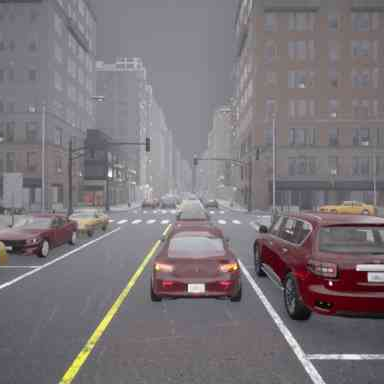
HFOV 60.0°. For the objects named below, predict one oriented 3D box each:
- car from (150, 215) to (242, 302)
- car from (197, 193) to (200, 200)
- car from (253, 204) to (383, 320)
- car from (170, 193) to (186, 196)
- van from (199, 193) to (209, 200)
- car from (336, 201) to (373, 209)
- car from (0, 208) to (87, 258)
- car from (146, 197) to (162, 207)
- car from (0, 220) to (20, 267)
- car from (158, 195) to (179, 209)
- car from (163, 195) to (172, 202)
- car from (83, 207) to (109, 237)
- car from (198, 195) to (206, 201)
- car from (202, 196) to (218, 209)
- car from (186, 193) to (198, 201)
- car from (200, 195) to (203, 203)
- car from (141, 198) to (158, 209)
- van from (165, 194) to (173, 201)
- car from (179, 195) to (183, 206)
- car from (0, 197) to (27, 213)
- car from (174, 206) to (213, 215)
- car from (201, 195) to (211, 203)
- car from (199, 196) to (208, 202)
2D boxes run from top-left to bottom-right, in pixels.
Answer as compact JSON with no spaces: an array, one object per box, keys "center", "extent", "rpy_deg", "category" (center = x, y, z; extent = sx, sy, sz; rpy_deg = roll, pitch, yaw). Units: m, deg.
[{"center":[0.090,1.527,8.166],"extent":[1.812,1.442,4.674],"rpy_deg":[0,0,0],"category":"car"},{"center":[2.711,1.334,68.171],"extent":[2.192,1.841,5.009],"rpy_deg":[1,0,0],"category":"car"},{"center":[2.682,1.316,7.209],"extent":[2.192,1.841,5.009],"rpy_deg":[1,0,0],"category":"car"},{"center":[-2.966,1.567,69.466],"extent":[2.033,1.411,5.357],"rpy_deg":[0,0,0],"category":"car"},{"center":[2.708,1.357,62.498],"extent":[1.690,1.788,3.998],"rpy_deg":[1,0,0],"category":"van"},{"center":[15.140,1.641,32.667],"extent":[5.008,1.535,1.882],"rpy_deg":[0,-1,1],"category":"car"},{"center":[-5.843,1.547,12.846],"extent":[1.887,1.381,4.507],"rpy_deg":[1,0,0],"category":"car"},{"center":[-5.825,1.557,51.163],"extent":[1.887,1.381,4.507],"rpy_deg":[1,0,0],"category":"car"},{"center":[-5.846,1.527,7.051],"extent":[1.752,1.417,4.829],"rpy_deg":[1,0,0],"category":"car"},{"center":[-3.074,1.515,45.108],"extent":[1.837,1.490,4.892],"rpy_deg":[0,0,0],"category":"car"},{"center":[-5.811,1.466,79.527],"extent":[1.967,1.590,4.097],"rpy_deg":[1,0,0],"category":"car"},{"center":[-5.840,1.529,18.301],"extent":[1.752,1.417,4.829],"rpy_deg":[1,0,0],"category":"car"},{"center":[2.719,1.598,90.864],"extent":[1.947,1.339,4.313],"rpy_deg":[1,0,0],"category":"car"},{"center":[2.698,1.592,45.477],"extent":[1.802,1.307,4.206],"rpy_deg":[1,0,0],"category":"car"},{"center":[0.042,1.569,85.212],"extent":[2.033,1.411,5.357],"rpy_deg":[0,0,0],"category":"car"},{"center":[2.703,1.596,56.824],"extent":[1.802,1.307,4.206],"rpy_deg":[1,0,0],"category":"car"},{"center":[-5.828,1.555,45.490],"extent":[1.887,1.381,4.507],"rpy_deg":[1,0,0],"category":"car"},{"center":[-5.807,1.370,85.201],"extent":[1.690,1.788,3.998],"rpy_deg":[1,0,0],"category":"van"},{"center":[-3.055,1.578,56.188],"extent":[1.994,1.385,4.181],"rpy_deg":[0,0,1],"category":"car"},{"center":[-17.246,1.198,29.665],"extent":[4.553,1.767,2.097],"rpy_deg":[1,-1,0],"category":"car"},{"center":[0.071,1.605,17.344],"extent":[1.895,1.301,4.718],"rpy_deg":[0,0,0],"category":"car"},{"center":[2.700,1.594,51.150],"extent":[1.802,1.307,4.206],"rpy_deg":[1,0,0],"category":"car"},{"center":[2.714,1.607,79.517],"extent":[1.802,1.307,4.206],"rpy_deg":[1,0,0],"category":"car"}]
